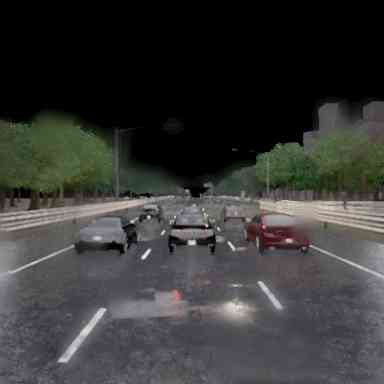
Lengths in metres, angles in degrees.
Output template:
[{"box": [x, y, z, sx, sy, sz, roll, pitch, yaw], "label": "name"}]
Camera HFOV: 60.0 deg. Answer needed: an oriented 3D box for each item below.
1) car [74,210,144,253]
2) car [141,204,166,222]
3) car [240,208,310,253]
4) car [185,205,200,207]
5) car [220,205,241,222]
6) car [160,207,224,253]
[{"box": [-3.490, 1.701, 14.299, 1.994, 1.385, 4.181, 0, -1, 0], "label": "car"}, {"box": [-3.483, 1.782, 29.303, 1.837, 1.490, 4.892, 0, 0, 0], "label": "car"}, {"box": [3.513, 1.617, 14.472, 1.882, 1.535, 5.008, 0, 0, 0], "label": "car"}, {"box": [0.013, 1.819, 28.997, 2.033, 1.411, 5.357, 0, 0, 0], "label": "car"}, {"box": [3.512, 1.819, 28.995, 2.033, 1.411, 5.357, 0, 0, 0], "label": "car"}, {"box": [0.011, 1.630, 14.304, 2.128, 1.511, 4.902, 0, 0, 0], "label": "car"}]
